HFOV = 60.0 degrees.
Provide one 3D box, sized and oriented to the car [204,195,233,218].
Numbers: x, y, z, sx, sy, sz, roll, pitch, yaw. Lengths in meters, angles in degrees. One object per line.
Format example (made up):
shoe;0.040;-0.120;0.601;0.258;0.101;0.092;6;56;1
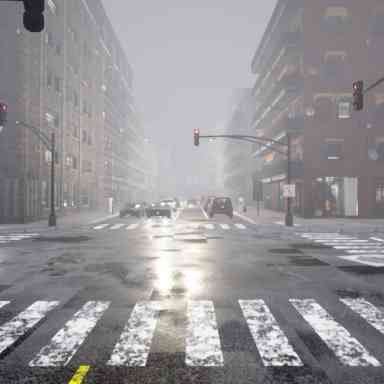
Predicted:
car;2.555;1.327;30.190;2.192;1.841;5.009;1;0;0

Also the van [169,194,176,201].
van;-5.393;1.591;91.325;1.690;1.788;3.998;1;0;0

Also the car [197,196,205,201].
car;2.484;1.816;91.364;1.947;1.339;4.313;1;0;0

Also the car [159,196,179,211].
car;-2.868;1.546;40.255;1.812;1.442;4.674;0;0;0

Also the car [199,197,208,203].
car;2.501;1.731;74.672;1.802;1.307;4.206;1;0;0

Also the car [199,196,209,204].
car;2.509;1.558;69.112;1.967;1.590;4.097;1;0;0

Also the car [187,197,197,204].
car;-0.008;1.687;70.385;1.994;1.385;4.181;0;0;0

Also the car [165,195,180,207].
car;-2.809;1.567;50.463;1.812;1.442;4.674;0;0;0

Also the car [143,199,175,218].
car;-2.876;1.576;29.765;1.994;1.385;4.181;0;0;0

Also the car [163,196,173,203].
car;-5.378;1.673;74.461;1.752;1.417;4.829;1;0;0

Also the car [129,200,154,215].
car;-5.335;1.582;35.697;1.947;1.339;4.313;1;0;0

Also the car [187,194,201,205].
car;0.039;1.567;60.150;2.128;1.511;4.902;0;0;0

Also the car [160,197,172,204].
car;-5.373;1.669;69.069;2.008;1.369;4.403;1;0;0

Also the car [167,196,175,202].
car;-5.390;1.767;85.759;2.008;1.369;4.403;1;0;0

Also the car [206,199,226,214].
car;2.545;1.541;35.919;1.752;1.417;4.829;1;0;0

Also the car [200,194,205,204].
car;2.542;1.337;41.315;2.192;1.841;5.009;1;0;0

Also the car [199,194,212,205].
car;2.517;1.404;63.549;2.192;1.841;5.009;1;0;0

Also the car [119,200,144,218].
car;-5.329;1.578;30.136;1.947;1.339;4.313;1;0;0
